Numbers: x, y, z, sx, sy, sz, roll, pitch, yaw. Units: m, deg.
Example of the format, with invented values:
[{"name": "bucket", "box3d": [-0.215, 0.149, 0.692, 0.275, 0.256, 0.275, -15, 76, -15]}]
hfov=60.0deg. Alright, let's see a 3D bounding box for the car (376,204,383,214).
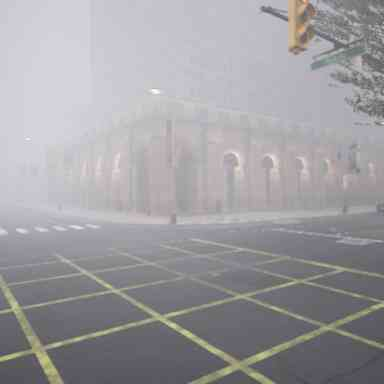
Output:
[{"name": "car", "box3d": [19.402, 1.389, 31.522, 4.718, 1.301, 1.895, 0, 0, -36]}]
